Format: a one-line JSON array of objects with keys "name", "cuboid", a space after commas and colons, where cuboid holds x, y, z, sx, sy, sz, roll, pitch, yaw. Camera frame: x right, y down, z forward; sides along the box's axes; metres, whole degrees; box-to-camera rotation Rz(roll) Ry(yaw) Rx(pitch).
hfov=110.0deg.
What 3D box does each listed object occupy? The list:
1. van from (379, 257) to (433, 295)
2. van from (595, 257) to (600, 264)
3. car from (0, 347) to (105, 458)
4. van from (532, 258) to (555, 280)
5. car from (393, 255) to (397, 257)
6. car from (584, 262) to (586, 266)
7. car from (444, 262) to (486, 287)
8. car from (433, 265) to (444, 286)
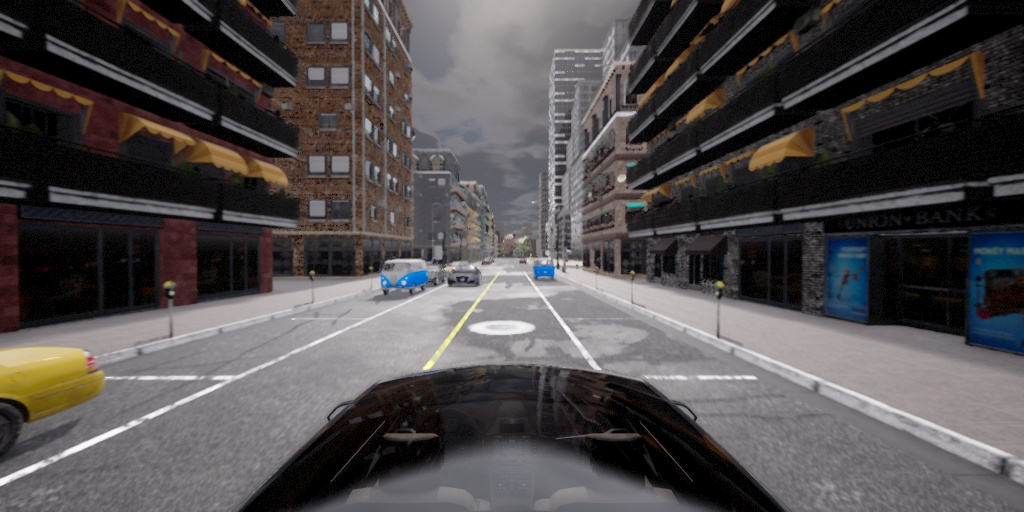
[{"name": "van", "cuboid": [-5.698, 1.075, 19.272, 1.690, 1.789, 3.998, 0, 0, 0]}, {"name": "van", "cuboid": [14.669, 1.081, 53.591, 3.998, 1.789, 1.690, 0, 0, 0]}, {"name": "car", "cuboid": [-5.692, 1.275, 2.110, 1.751, 1.417, 4.829, 0, 0, 0]}, {"name": "van", "cuboid": [2.678, 1.066, 30.567, 1.690, 1.789, 3.998, 0, 0, 0]}, {"name": "car", "cuboid": [-18.286, 0.919, 56.199, 5.566, 2.045, 2.150, 1, 1, 0]}, {"name": "car", "cuboid": [14.653, 1.177, 61.971, 4.313, 1.339, 1.948, 0, 0, 0]}, {"name": "car", "cuboid": [-3.107, 1.294, 24.403, 1.994, 1.385, 4.181, 0, 0, 0]}, {"name": "car", "cuboid": [-5.700, 1.280, 24.936, 2.007, 1.370, 4.403, 0, 0, 0]}]
